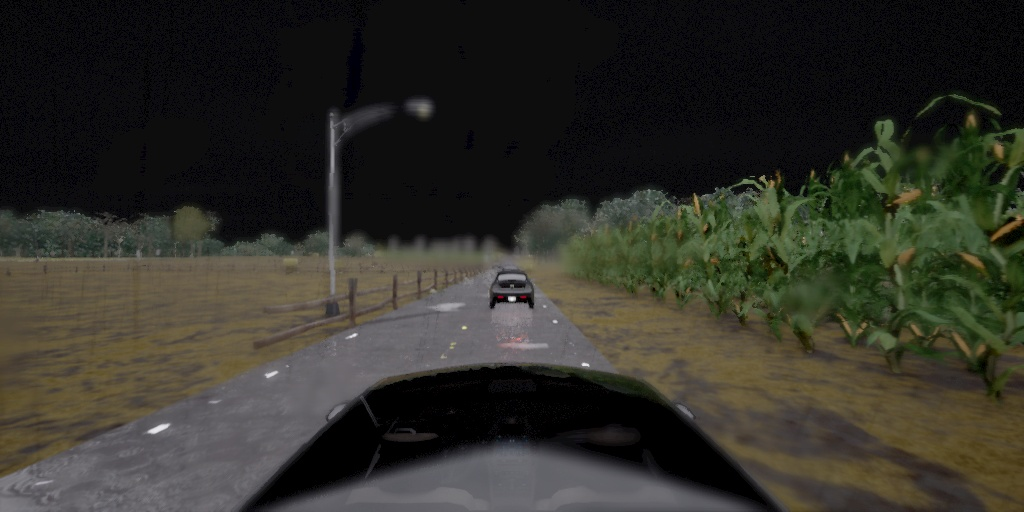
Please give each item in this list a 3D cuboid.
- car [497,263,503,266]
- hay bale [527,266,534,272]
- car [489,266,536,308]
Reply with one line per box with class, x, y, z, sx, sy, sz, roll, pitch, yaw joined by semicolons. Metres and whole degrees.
car;0.003;1.569;31.168;2.128;1.511;4.902;0;-1;0
hay bale;3.123;2.132;61.018;1.220;1.180;1.240;0;0;0
car;0.004;1.405;16.168;1.837;1.490;4.892;0;0;0
